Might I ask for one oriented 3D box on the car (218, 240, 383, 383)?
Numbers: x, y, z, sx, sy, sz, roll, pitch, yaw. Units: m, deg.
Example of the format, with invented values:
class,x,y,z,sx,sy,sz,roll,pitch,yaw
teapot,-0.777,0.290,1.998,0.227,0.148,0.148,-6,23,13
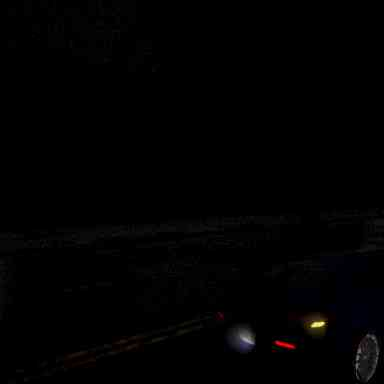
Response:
class,x,y,z,sx,sy,sz,roll,pitch,yaw
car,2.507,1.499,5.233,4.674,1.442,1.812,0,0,-36
